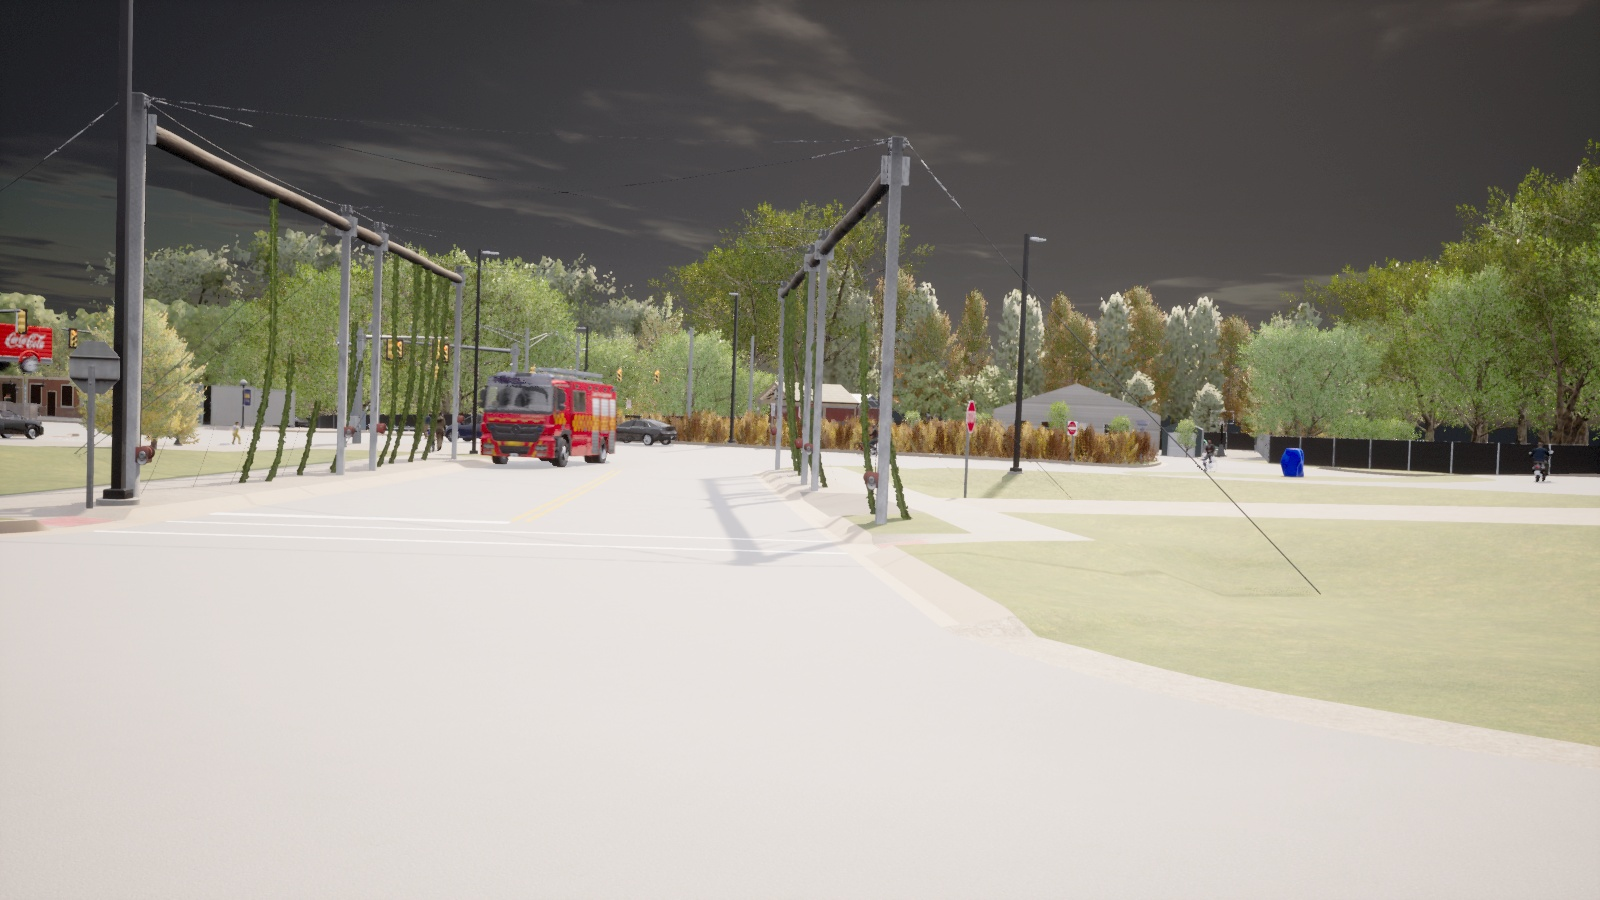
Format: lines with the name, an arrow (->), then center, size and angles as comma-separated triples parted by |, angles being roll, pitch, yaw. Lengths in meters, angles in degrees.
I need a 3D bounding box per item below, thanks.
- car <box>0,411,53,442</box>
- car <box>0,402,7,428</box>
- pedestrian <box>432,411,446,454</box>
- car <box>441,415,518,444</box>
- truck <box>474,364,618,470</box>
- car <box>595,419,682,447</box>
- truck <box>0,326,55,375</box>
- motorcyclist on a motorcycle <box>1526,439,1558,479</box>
car -> -39.795, -1.177, 61.950 | 2.128, 1.511, 4.902 | 2, 1, 16
car -> -53.735, -2.290, 80.719 | 5.027, 1.651, 2.152 | 2, 2, 21
pedestrian -> -16.580, -0.815, 57.752 | 0.396, 1.930, 0.692 | 2, 2, 0
car -> -18.562, -1.213, 72.718 | 3.988, 1.617, 1.851 | 1, 2, 20
truck -> -10.004, -1.280, 50.502 | 2.891, 3.827, 8.468 | 2, 1, 8
car -> -9.385, -1.017, 72.962 | 4.892, 1.490, 1.837 | 2, 3, 31
truck -> -43.571, -5.456, 67.788 | 2.627, 2.467, 5.204 | 5, 3, 21
motorcyclist on a motorcycle -> 29.916, 0.368, 50.623 | 0.866, 1.590, 1.817 | -1, 0, 38
